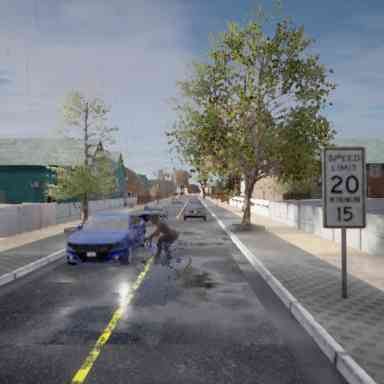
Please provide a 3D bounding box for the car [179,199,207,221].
[{"bbox_3d":[0.216,1.555,27.308,2.033,1.411,5.357,0,0,-1],"label":"car"}]

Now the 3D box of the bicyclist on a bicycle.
[{"bbox_3d":[-0.864,1.450,9.262,1.656,1.620,0.582,-2,0,-1],"label":"bicyclist on a bicycle"}]

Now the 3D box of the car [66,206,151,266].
[{"bbox_3d":[-2.807,1.482,11.819,1.882,1.535,5.008,0,0,0],"label":"car"}]

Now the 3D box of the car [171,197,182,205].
[{"bbox_3d":[-2.612,1.601,58.452,1.895,1.301,4.718,0,0,0],"label":"car"}]

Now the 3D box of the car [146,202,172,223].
[{"bbox_3d":[-2.752,1.608,24.055,1.895,1.301,4.718,0,0,0],"label":"car"}]

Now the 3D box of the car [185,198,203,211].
[{"bbox_3d":[0.254,1.553,42.397,2.033,1.411,5.357,0,0,0],"label":"car"}]
